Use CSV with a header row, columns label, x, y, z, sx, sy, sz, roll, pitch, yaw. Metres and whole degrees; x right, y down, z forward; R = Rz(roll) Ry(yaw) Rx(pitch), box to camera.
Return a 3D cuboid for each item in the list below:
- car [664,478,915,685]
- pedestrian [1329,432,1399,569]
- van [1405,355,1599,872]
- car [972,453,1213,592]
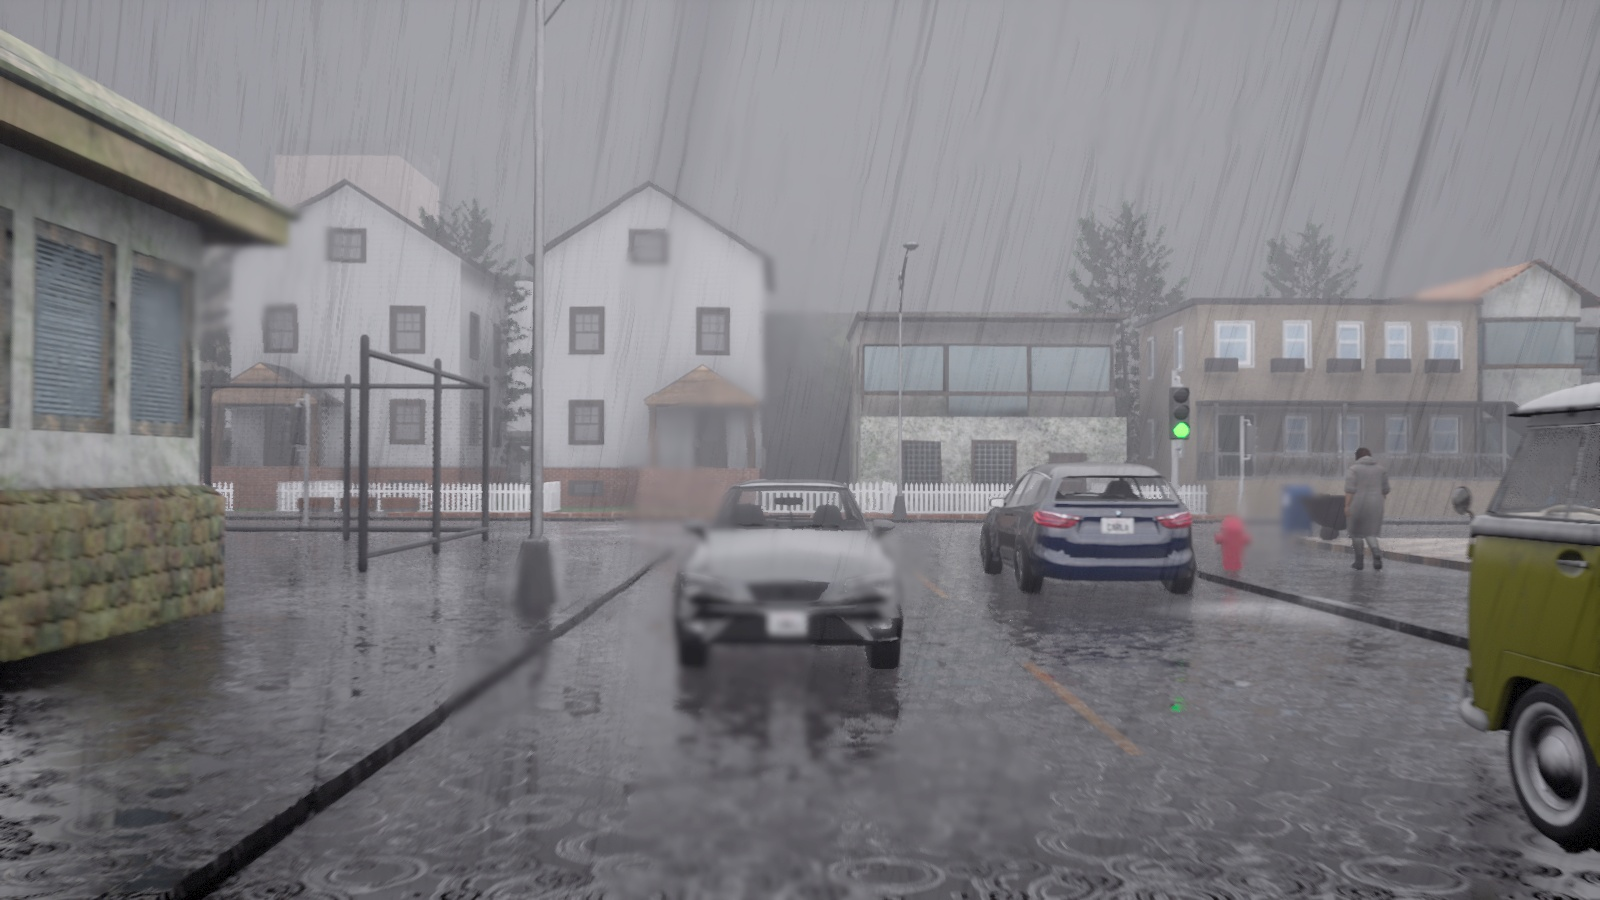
label,x,y,z,sx,sy,sz,roll,pitch,yaw
car,-0.077,1.002,11.210,1.816,1.474,4.193,0,-1,0
pedestrian,8.258,0.732,18.421,0.659,1.952,0.873,0,-1,5
van,3.965,0.616,4.109,1.775,1.987,4.442,0,-1,-1
car,3.868,0.916,17.543,2.242,1.667,4.611,0,-1,0
